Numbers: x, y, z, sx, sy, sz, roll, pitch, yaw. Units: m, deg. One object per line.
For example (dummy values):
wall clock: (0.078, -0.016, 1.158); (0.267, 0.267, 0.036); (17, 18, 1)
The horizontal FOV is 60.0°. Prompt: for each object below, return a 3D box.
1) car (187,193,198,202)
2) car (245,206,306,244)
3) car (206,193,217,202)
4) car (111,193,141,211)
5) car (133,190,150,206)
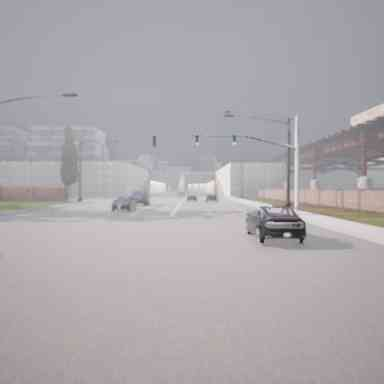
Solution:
car: (0.003, 0.957, 60.062); (1.812, 1.442, 4.674); (0, 1, 0)
car: (3.602, 1.377, 14.988); (2.128, 1.511, 4.902); (0, 1, 0)
car: (3.503, 0.911, 60.062); (1.882, 1.535, 5.008); (0, 1, 0)
car: (-7.030, 1.172, 34.670); (2.128, 1.511, 4.902); (0, 1, 0)
car: (-7.019, 0.798, 45.067); (2.150, 2.045, 5.566); (0, 1, 0)
